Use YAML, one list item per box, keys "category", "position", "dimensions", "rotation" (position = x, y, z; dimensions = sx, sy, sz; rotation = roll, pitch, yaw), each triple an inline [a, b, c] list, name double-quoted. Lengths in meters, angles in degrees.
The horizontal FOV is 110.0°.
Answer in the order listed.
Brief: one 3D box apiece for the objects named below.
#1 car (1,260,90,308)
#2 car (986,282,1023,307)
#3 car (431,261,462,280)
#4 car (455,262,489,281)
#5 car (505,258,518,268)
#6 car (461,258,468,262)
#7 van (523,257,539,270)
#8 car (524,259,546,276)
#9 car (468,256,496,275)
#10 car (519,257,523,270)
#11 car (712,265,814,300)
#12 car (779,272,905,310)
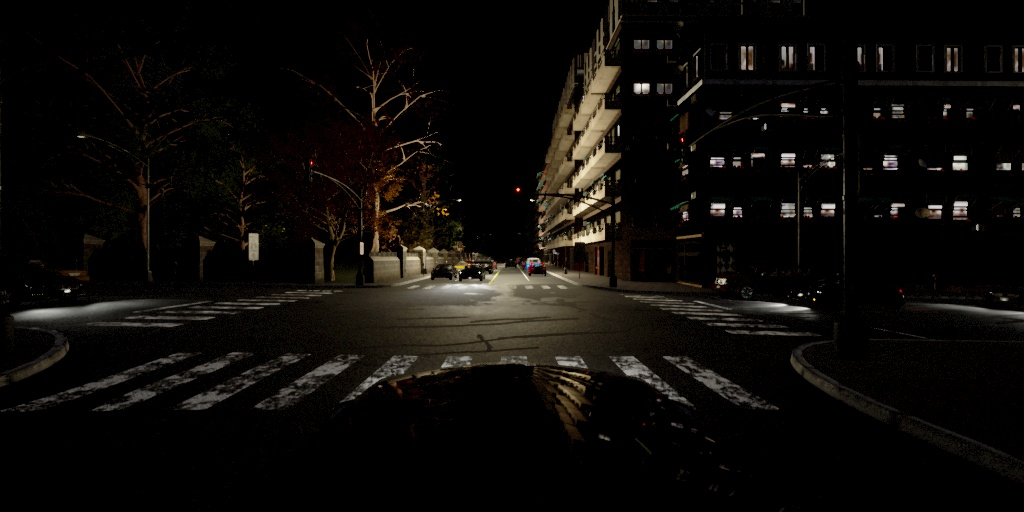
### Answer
- category: "car"
  position: [-18.205, 0.954, 12.695]
  dimensions: [4.892, 1.490, 1.837]
  rotation: [1, 0, -1]
- category: "car"
  position: [24.953, 1.764, 16.509]
  dimensions: [4.674, 1.442, 1.812]
  rotation: [1, 0, -1]
- category: "car"
  position: [-5.822, 1.330, 31.181]
  dimensions: [1.948, 1.339, 4.313]
  rotation: [0, 0, 0]
- category: "car"
  position: [-3.225, 1.364, 29.663]
  dimensions: [1.895, 1.301, 4.718]
  rotation: [0, 0, 0]
- category: "car"
  position: [-0.175, 1.366, 61.545]
  dimensions: [1.994, 1.385, 4.181]
  rotation: [0, 0, 0]
- category: "car"
  position: [-5.872, 1.300, 42.273]
  dimensions: [1.751, 1.417, 4.829]
  rotation: [0, 0, 0]
- category: "van"
  position: [2.507, 1.115, 42.481]
  dimensions: [1.690, 1.789, 3.998]
  rotation: [0, 0, 0]
- category: "car"
  position: [2.533, 1.314, 36.850]
  dimensions: [1.888, 1.381, 4.507]
  rotation: [0, 0, 0]
- category: "car"
  position: [-3.272, 0.993, 40.733]
  dimensions: [2.150, 2.045, 5.566]
  rotation: [0, 0, 0]
- category: "car"
  position: [2.455, 1.229, 53.741]
  dimensions: [1.967, 1.591, 4.097]
  rotation: [0, 0, 0]
- category: "car"
  position: [13.374, 1.353, 18.929]
  dimensions: [5.009, 1.841, 2.192]
  rotation: [0, 0, -1]
- category: "car"
  position: [15.116, 1.623, 16.365]
  dimensions: [4.181, 1.385, 1.994]
  rotation: [1, 0, -1]
